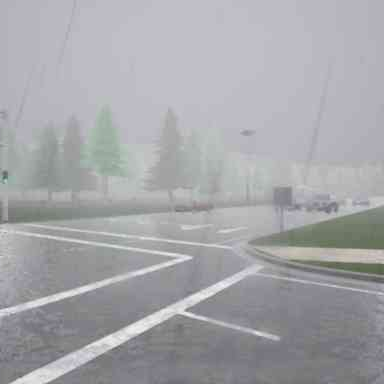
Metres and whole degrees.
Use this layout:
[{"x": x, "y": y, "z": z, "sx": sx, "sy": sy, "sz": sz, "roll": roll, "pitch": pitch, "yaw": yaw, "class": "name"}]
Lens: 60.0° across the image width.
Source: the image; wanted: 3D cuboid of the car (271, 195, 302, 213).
[{"x": 10.628, "y": 1.447, "z": 36.536, "sx": 2.128, "sy": 1.511, "sz": 4.902, "roll": 0, "pitch": 0, "yaw": 36, "class": "car"}]

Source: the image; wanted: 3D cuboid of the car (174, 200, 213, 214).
[{"x": 0.205, "y": 1.534, "z": 34.151, "sx": 1.895, "sy": 1.301, "sz": 4.718, "roll": 0, "pitch": 0, "yaw": 36, "class": "car"}]

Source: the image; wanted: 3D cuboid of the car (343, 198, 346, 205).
[{"x": 23.695, "y": 1.503, "z": 54.225, "sx": 2.033, "sy": 1.411, "sz": 5.357, "roll": 0, "pitch": 0, "yaw": 36, "class": "car"}]

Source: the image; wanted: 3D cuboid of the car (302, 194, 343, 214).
[{"x": 13.695, "y": 1.189, "z": 34.802, "sx": 2.150, "sy": 2.045, "sz": 5.566, "roll": 0, "pitch": 0, "yaw": 36, "class": "car"}]

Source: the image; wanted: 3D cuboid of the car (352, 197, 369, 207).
[{"x": 26.437, "y": 1.462, "z": 52.047, "sx": 2.128, "sy": 1.511, "sz": 4.902, "roll": 0, "pitch": 0, "yaw": 36, "class": "car"}]

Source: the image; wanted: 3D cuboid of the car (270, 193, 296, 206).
[{"x": 14.830, "y": 1.156, "z": 54.050, "sx": 2.150, "sy": 2.045, "sz": 5.566, "roll": 0, "pitch": 0, "yaw": 37, "class": "car"}]
